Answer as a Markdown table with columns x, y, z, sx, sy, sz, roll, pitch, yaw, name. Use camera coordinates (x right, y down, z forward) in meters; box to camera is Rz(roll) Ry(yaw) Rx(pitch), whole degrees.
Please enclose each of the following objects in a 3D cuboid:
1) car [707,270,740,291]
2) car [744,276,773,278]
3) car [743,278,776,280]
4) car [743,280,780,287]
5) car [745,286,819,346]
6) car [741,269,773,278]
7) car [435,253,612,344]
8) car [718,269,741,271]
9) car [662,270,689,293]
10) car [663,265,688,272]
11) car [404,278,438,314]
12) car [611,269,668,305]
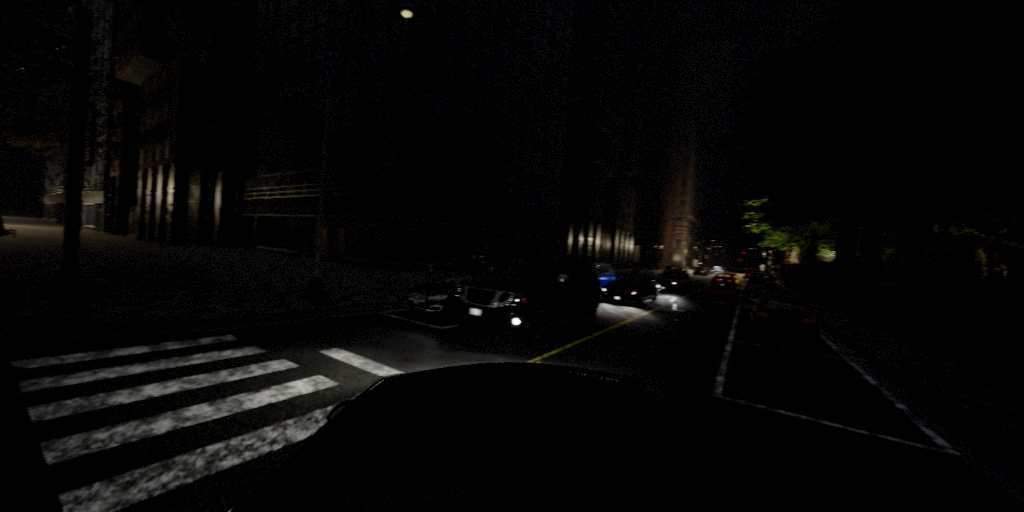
| x | y | z | sx | sy | sz | roll | pitch | yaw | name |
| --- | --- | --- | --- | --- | --- | --- | --- | --- | --- |
| 20.041 | 2.401 | 33.840 | 2.128 | 1.511 | 4.902 | 5 | 1 | 33 | car |
| 17.742 | 2.430 | 25.504 | 1.802 | 1.307 | 4.207 | 0 | 0 | 33 | car |
| 14.709 | 2.243 | 20.886 | 1.948 | 1.339 | 4.313 | 0 | 0 | 33 | car |
| 11.681 | 2.053 | 16.268 | 2.007 | 1.370 | 4.403 | 0 | 0 | 33 | car |
| 8.651 | 1.905 | 11.650 | 1.802 | 1.307 | 4.207 | 0 | 0 | 33 | car |
| 20.773 | 2.328 | 30.121 | 2.192 | 1.841 | 5.009 | 0 | 0 | 33 | car |
| 0.740 | 0.959 | 10.124 | 2.150 | 2.045 | 5.566 | 5 | 1 | 33 | car |
| 26.945 | 2.739 | 44.398 | 1.882 | 1.535 | 5.008 | 5 | 1 | 34 | car |
| 11.898 | 1.996 | 27.169 | 1.895 | 1.301 | 4.718 | 5 | 1 | 34 | car |
| 19.729 | 2.064 | 44.030 | 2.192 | 1.841 | 5.009 | 0 | 0 | 33 | car |
| -1.486 | 1.108 | 11.705 | 2.007 | 1.370 | 4.403 | 0 | 0 | 33 | car |
| 6.333 | 1.623 | 18.693 | 2.033 | 1.411 | 5.357 | 5 | 1 | 33 | car |
